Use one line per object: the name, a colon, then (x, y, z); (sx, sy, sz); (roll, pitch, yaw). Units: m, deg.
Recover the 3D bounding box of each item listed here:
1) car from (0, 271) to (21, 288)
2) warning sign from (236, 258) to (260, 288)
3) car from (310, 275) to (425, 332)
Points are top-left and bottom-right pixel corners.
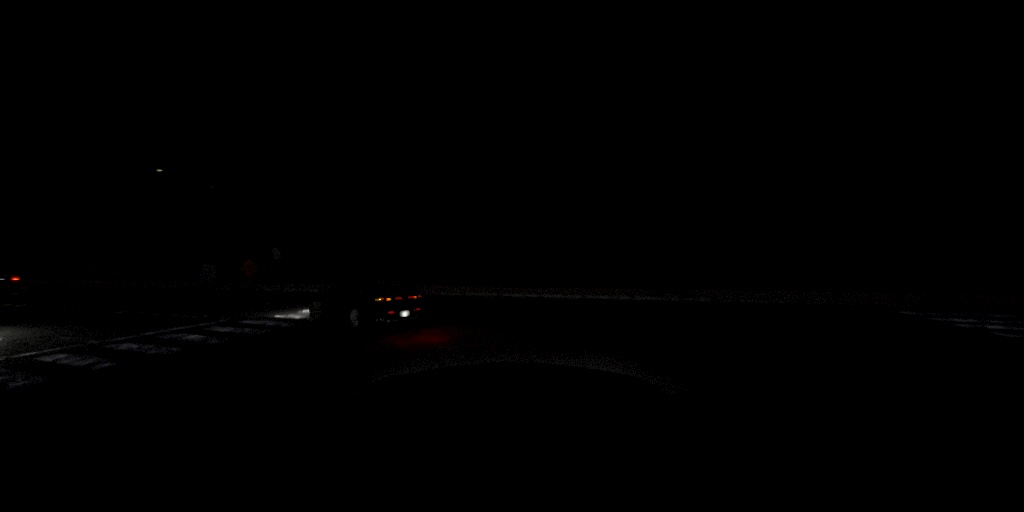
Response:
car: (-41.457, 1.864, 28.374); (5.357, 1.411, 2.033); (-1, 1, 19)
warning sign: (-16.760, 1.046, 22.885); (1.060, 1.860, 1.300); (0, 0, 19)
car: (-4.709, 1.335, 11.436); (4.892, 1.490, 1.837); (0, -1, 43)
